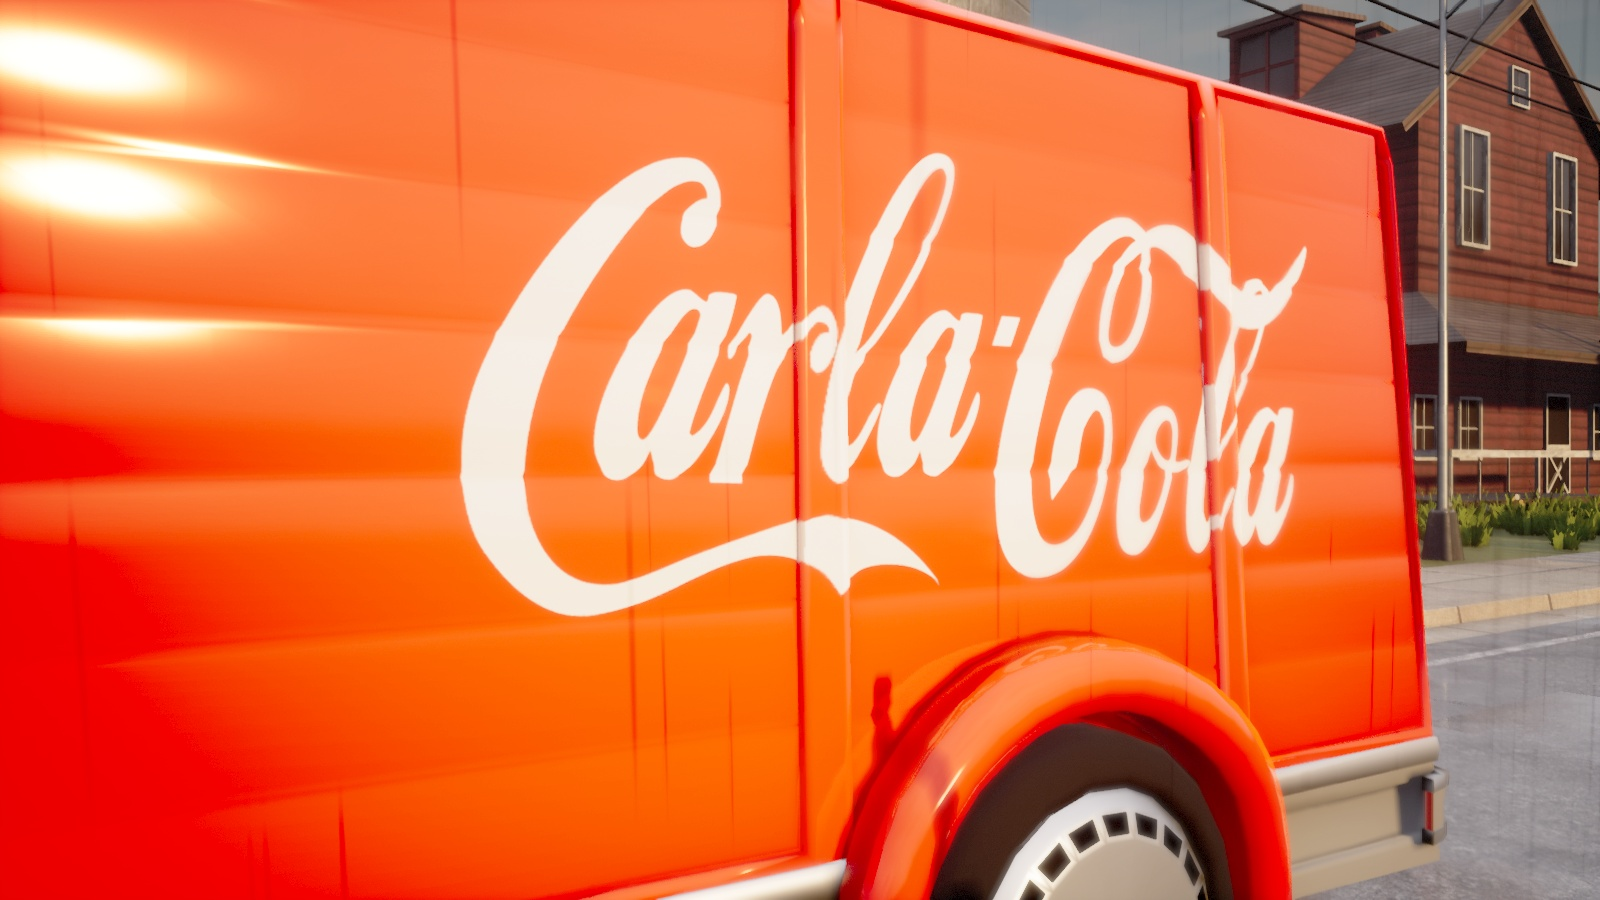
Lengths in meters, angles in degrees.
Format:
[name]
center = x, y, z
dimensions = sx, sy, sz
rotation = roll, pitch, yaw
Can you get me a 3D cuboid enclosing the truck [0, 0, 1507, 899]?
[truck]
center = -1.076, 0.267, 2.875
dimensions = 5.204, 2.467, 2.627
rotation = 0, 0, -34
